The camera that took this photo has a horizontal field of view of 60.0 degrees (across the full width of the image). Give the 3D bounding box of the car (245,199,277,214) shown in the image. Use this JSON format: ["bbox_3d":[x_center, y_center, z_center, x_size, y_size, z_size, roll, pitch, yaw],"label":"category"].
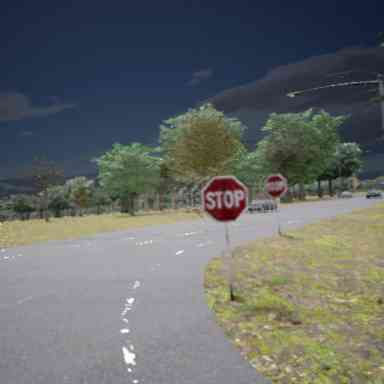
[{"bbox_3d":[7.326,1.477,35.510,2.033,1.411,5.357,-7,-3,38],"label":"car"}]

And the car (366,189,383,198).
[{"bbox_3d":[28.875,0.292,52.805,1.895,1.301,4.718,-6,-2,32],"label":"car"}]

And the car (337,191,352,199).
[{"bbox_3d":[29.555,0.570,64.395,1.812,1.442,4.674,-7,-3,38],"label":"car"}]
